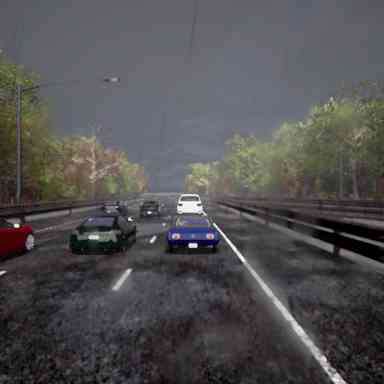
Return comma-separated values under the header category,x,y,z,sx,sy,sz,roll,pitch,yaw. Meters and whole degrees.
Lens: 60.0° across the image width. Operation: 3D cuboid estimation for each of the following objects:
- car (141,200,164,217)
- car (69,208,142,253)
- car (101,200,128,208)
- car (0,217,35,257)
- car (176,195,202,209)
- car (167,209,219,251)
category,x,y,z,sx,sy,sz,roll,pitch,yaw
car,-3.757,1.528,31.439,1.837,1.490,4.892,0,0,-1
car,-3.484,1.569,13.772,1.994,1.385,4.181,0,0,-1
car,-7.256,1.516,31.372,2.128,1.511,4.902,0,0,-1
car,-6.955,1.482,10.776,1.882,1.535,5.008,0,0,0
car,-0.234,1.242,30.484,2.150,2.045,5.566,0,0,-1
car,0.018,1.605,14.015,1.895,1.301,4.718,0,0,-1
